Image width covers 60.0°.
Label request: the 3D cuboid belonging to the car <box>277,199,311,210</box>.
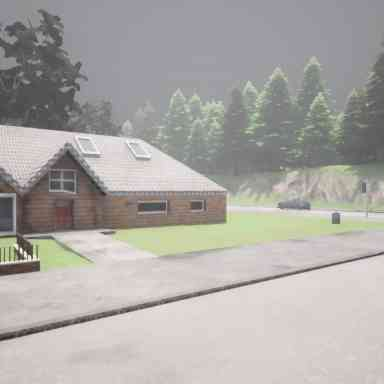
[{"bbox_3d":[12.890,1.564,42.148,1.994,1.385,4.181,0,0,-35],"label":"car"}]
